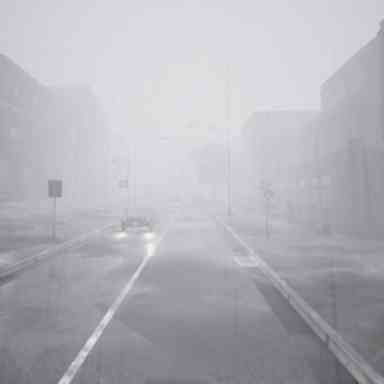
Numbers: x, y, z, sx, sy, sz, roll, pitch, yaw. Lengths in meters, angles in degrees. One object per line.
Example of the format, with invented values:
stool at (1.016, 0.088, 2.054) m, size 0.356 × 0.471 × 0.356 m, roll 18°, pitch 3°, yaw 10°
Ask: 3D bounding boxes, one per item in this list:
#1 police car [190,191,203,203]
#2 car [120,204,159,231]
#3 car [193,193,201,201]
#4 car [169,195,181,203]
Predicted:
police car at (1.011, 1.099, 61.012) m, size 1.930 × 1.638 × 5.238 m, roll 0°, pitch 1°, yaw 0°
car at (-3.083, 1.454, 20.386) m, size 1.812 × 1.442 × 4.674 m, roll 0°, pitch 0°, yaw 0°
car at (1.030, 1.024, 70.911) m, size 1.837 × 1.490 × 4.892 m, roll 0°, pitch 1°, yaw 0°
car at (-3.138, 1.226, 61.709) m, size 1.994 × 1.385 × 4.181 m, roll 0°, pitch 1°, yaw 0°
